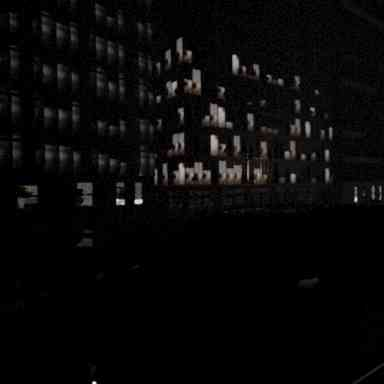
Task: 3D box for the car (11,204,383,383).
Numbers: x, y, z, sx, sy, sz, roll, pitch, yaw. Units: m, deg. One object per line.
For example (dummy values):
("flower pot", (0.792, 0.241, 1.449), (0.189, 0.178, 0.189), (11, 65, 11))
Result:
("car", (0.967, 1.208, 4.073), (5.566, 2.045, 2.150), (0, 0, -36))
